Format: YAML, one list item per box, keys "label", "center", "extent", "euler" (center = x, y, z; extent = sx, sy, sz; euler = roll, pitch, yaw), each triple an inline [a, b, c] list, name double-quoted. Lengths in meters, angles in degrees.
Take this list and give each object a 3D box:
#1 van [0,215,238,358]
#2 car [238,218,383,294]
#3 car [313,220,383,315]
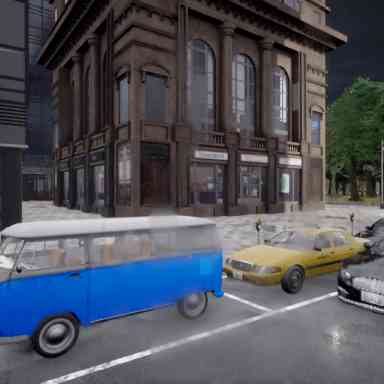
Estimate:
- label: "van"
  center: [-1.317, 1.341, 5.710]
  extent: [3.998, 1.788, 1.690]
  euler: [0, 0, -35]
- label: "car"
  center: [2.975, 1.525, 8.765]
  extent: [4.829, 1.417, 1.752]
  euler: [0, 0, -35]
- label: "car"
  center: [4.981, 1.492, 6.919]
  extent: [4.902, 1.511, 2.128]
  euler: [0, 0, -35]
